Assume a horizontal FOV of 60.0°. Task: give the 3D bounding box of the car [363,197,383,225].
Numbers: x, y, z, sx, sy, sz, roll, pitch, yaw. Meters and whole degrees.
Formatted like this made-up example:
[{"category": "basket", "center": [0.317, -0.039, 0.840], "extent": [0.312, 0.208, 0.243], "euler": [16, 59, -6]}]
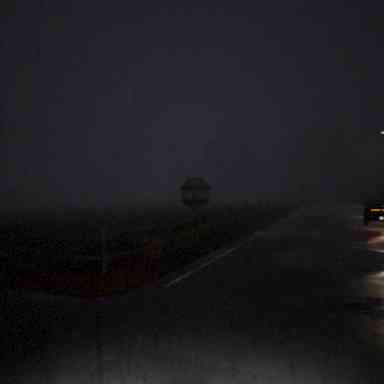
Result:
[{"category": "car", "center": [11.185, 1.070, 19.502], "extent": [1.837, 1.490, 4.892], "euler": [-2, 0, 32]}]
